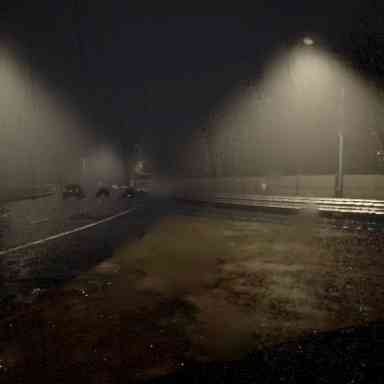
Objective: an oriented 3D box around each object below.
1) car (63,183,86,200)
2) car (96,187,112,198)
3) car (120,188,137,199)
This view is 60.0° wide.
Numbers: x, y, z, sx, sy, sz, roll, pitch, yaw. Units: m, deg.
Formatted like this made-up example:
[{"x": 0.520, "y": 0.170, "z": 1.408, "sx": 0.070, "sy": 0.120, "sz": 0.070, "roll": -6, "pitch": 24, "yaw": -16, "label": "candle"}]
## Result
[{"x": -15.279, "y": -0.115, "z": 43.301, "sx": 2.150, "sy": 2.045, "sz": 5.566, "roll": 1, "pitch": 1, "yaw": -10, "label": "car"}, {"x": -12.765, "y": 0.093, "z": 48.023, "sx": 1.837, "sy": 1.490, "sz": 4.892, "roll": 1, "pitch": 1, "yaw": -12, "label": "car"}, {"x": -8.859, "y": 0.218, "z": 46.392, "sx": 1.812, "sy": 1.442, "sz": 4.674, "roll": 1, "pitch": 1, "yaw": -11, "label": "car"}]
